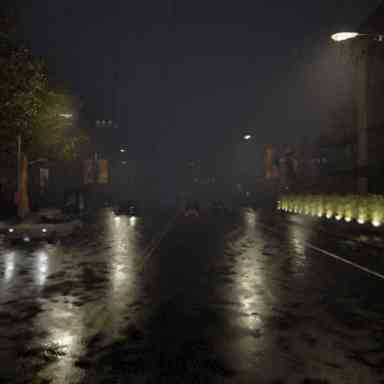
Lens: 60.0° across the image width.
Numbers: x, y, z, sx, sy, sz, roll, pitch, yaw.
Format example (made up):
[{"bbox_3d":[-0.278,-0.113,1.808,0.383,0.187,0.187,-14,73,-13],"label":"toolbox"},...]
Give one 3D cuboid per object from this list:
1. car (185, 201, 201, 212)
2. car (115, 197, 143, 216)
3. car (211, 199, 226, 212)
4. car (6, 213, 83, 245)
[{"bbox_3d":[0.135,1.961,46.491,1.812,1.442,4.674,0,0,3],"label":"car"},{"bbox_3d":[-7.057,1.694,36.643,2.097,1.767,4.553,0,0,0],"label":"car"},{"bbox_3d":[3.557,1.967,44.745,2.033,1.411,5.357,0,-1,1],"label":"car"},{"bbox_3d":[-7.096,1.756,16.515,1.895,1.301,4.718,0,-1,0],"label":"car"}]
